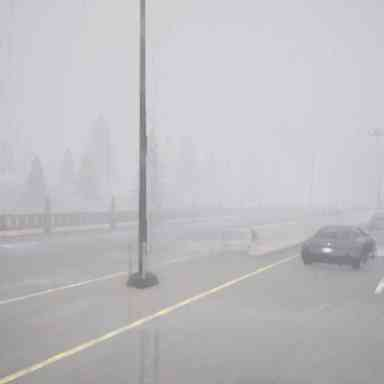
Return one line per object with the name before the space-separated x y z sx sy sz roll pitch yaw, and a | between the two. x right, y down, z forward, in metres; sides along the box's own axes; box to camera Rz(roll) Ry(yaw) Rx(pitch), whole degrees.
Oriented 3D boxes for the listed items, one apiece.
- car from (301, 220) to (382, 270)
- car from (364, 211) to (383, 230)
car | 5.706 1.952 12.718 1.994 1.385 4.181 -2 -2 36
car | 14.428 2.212 24.624 2.128 1.511 4.902 -2 -2 37
